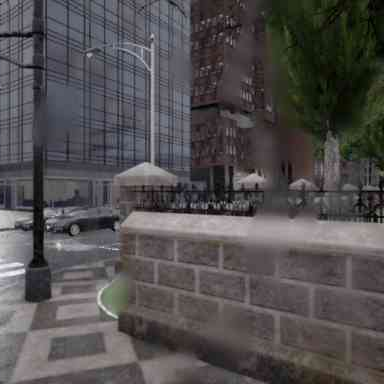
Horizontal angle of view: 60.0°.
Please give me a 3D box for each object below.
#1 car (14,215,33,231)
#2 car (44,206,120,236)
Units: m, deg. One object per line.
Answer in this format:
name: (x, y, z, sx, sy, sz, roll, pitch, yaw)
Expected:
car: (-8.394, 1.626, 20.193, 2.008, 1.369, 4.403, 0, -1, 36)
car: (-5.956, 1.582, 19.018, 1.837, 1.490, 4.892, 0, 0, 36)
